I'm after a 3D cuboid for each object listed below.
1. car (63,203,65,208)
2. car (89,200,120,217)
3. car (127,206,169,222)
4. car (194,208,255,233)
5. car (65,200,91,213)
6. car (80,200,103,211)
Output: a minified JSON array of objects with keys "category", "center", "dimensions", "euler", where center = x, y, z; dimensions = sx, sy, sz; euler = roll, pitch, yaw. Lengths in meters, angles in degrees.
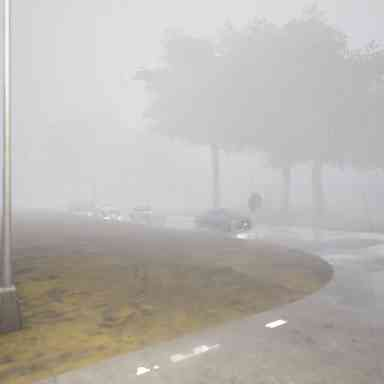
[{"category":"car","center":[-21.737,2.276,59.704],"dimensions":[1.895,1.301,4.718],"euler":[-1,0,-34]},{"category":"car","center":[-9.739,1.935,37.644],"dimensions":[1.812,1.442,4.674],"euler":[-1,0,-35]},{"category":"car","center":[-3.947,1.896,29.444],"dimensions":[1.895,1.301,4.718],"euler":[-1,0,-36]},{"category":"car","center":[1.966,1.746,21.153],"dimensions":[1.994,1.385,4.181],"euler":[-1,0,-36]},{"category":"car","center":[-15.622,2.056,46.043],"dimensions":[1.812,1.442,4.674],"euler":[-1,0,-35]},{"category":"car","center":[-15.319,2.039,50.638],"dimensions":[1.837,1.490,4.892],"euler":[-1,-1,-35]}]
